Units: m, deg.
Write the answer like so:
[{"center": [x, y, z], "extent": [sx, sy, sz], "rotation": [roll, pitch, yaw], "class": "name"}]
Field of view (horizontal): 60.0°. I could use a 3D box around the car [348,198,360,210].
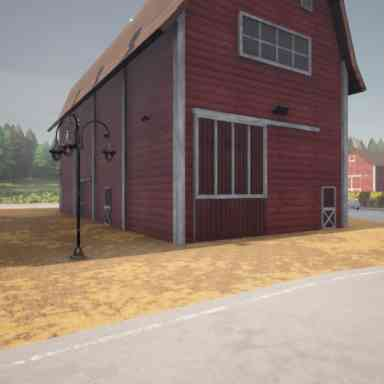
[{"center": [18.129, 1.395, 39.838], "extent": [1.812, 1.442, 4.674], "rotation": [0, 0, -8], "class": "car"}]
